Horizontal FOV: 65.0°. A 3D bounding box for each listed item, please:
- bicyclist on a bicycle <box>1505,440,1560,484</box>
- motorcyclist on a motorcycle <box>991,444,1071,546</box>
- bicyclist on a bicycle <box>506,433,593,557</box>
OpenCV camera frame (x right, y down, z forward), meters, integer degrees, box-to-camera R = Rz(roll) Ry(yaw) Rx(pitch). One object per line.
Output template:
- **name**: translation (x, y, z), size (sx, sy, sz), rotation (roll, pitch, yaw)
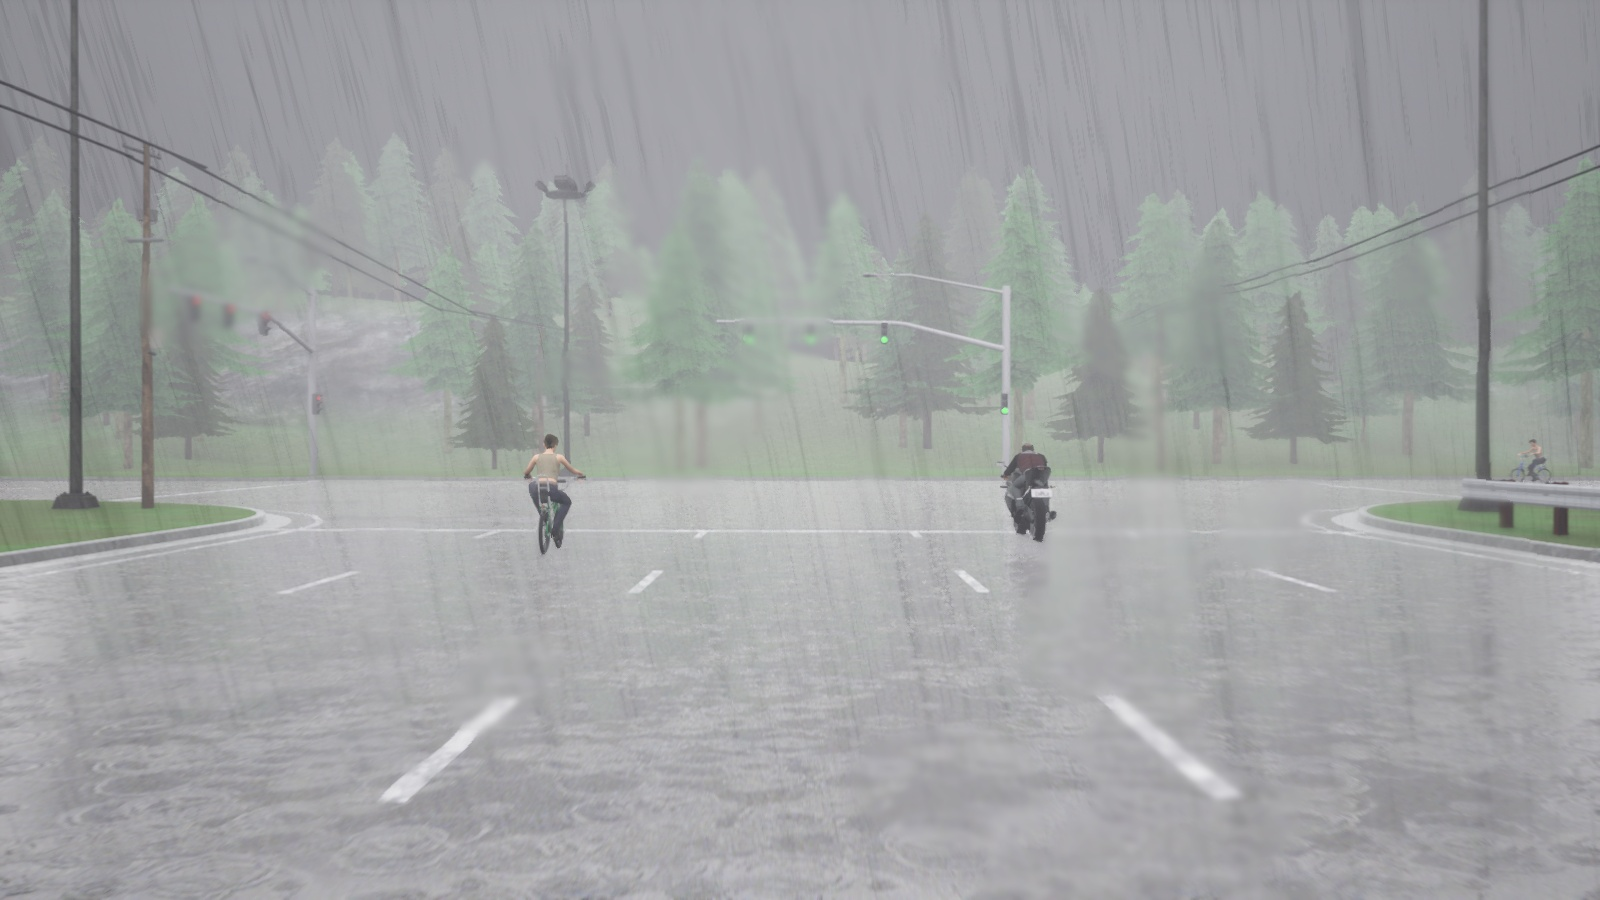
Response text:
- **bicyclist on a bicycle**: translation (26.916, 0.444, 46.171), size (1.509, 1.612, 0.866), rotation (0, 0, 1)
- **motorcyclist on a motorcycle**: translation (3.619, 0.672, 19.889), size (0.866, 1.530, 2.191), rotation (0, 0, 0)
- **bicyclist on a bicycle**: translation (-3.392, 0.584, 17.147), size (0.866, 1.612, 1.509), rotation (0, 0, 1)
